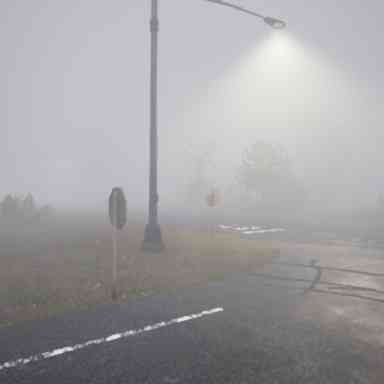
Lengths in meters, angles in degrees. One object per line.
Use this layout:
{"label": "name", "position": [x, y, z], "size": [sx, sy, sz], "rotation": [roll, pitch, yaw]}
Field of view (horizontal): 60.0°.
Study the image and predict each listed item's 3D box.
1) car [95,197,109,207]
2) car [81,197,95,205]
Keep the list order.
{"label": "car", "position": [-12.828, 1.520, 51.092], "size": [1.994, 1.385, 4.181], "rotation": [0, 0, -33]}
{"label": "car", "position": [-18.385, 1.539, 59.412], "size": [1.895, 1.301, 4.718], "rotation": [0, 0, -34]}
